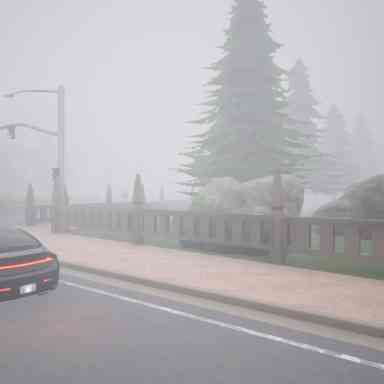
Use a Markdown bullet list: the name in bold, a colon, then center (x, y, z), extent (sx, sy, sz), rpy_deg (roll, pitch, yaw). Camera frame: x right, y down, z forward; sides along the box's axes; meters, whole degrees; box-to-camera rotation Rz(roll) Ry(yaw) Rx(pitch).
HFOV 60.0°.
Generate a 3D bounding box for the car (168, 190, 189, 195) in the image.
- **car**: center (-2.491, 0.450, 65.834), extent (2.150, 2.045, 5.566), rpy_deg (0, 4, 36)

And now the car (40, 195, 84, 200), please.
- **car**: center (-17.514, 1.526, 44.898), extent (1.812, 1.442, 4.674), rpy_deg (0, 0, 36)

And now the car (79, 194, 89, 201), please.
- **car**: center (-18.505, 1.491, 49.524), extent (2.128, 1.511, 4.902), rpy_deg (0, 0, 36)

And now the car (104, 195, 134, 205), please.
- **car**: center (-12.647, 1.383, 57.722), extent (2.128, 1.511, 4.902), rpy_deg (0, 2, 36)

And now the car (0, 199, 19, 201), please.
- **car**: center (-22.619, 1.564, 37.788), extent (1.994, 1.385, 4.181), rpy_deg (0, 0, 36)

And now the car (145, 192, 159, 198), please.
- **car**: center (-8.795, 0.813, 69.038), extent (1.837, 1.490, 4.892), rpy_deg (0, 4, 35)

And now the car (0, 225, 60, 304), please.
- **car**: center (-4.937, 1.505, 7.460), extent (4.892, 1.490, 1.837), rpy_deg (0, 0, 36)

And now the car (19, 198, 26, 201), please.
- **car**: center (-23.999, 1.547, 41.863), extent (2.033, 1.411, 5.357), rpy_deg (0, 0, 36)

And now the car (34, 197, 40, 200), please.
- **car**: center (-23.699, 1.505, 48.285), extent (1.837, 1.490, 4.892), rpy_deg (0, 0, 36)

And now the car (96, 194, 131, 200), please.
- **car**: center (-12.153, 1.478, 52.396), extent (1.837, 1.490, 4.892), rpy_deg (0, 1, 36)

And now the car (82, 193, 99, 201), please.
- **car**: center (-18.001, 1.194, 56.237), extent (2.150, 2.045, 5.566), rpy_deg (0, 1, 36)
